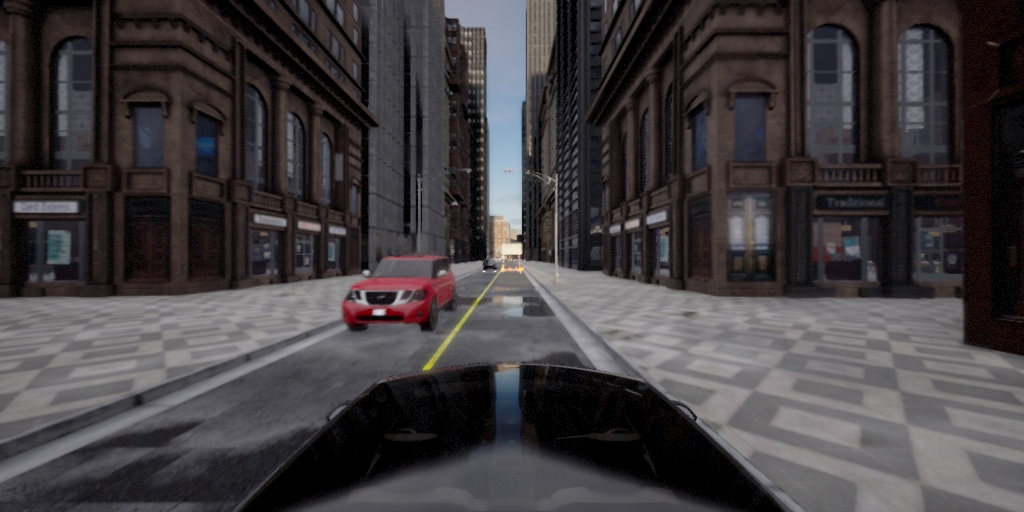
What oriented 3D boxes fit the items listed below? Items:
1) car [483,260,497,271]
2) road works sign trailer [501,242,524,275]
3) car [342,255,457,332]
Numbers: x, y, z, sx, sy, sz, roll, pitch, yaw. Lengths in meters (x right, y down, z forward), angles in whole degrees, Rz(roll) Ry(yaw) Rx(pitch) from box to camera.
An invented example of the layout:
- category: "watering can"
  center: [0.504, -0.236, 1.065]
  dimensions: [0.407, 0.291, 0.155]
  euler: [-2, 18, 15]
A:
- category: "car"
  center: [-3.125, 1.310, 51.748]
  dimensions: [1.837, 1.490, 4.892]
  euler: [0, 0, 0]
- category: "road works sign trailer"
  center: [-0.041, 0.249, 40.611]
  dimensions: [2.380, 3.560, 2.880]
  euler: [0, 0, 0]
- category: "car"
  center: [-3.108, 0.973, 11.188]
  dimensions: [2.150, 2.045, 5.566]
  euler: [0, 0, 0]
